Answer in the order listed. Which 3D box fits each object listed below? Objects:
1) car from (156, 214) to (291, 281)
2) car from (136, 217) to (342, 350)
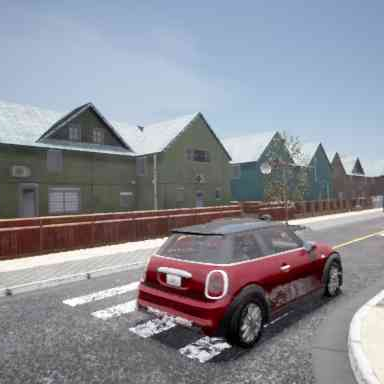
[{"bbox_3d":[1.223,1.575,10.832,1.812,1.442,4.674,-2,-1,44],"label":"car"},{"bbox_3d":[1.197,1.337,6.561,2.097,1.767,4.553,-2,-1,44],"label":"car"}]
